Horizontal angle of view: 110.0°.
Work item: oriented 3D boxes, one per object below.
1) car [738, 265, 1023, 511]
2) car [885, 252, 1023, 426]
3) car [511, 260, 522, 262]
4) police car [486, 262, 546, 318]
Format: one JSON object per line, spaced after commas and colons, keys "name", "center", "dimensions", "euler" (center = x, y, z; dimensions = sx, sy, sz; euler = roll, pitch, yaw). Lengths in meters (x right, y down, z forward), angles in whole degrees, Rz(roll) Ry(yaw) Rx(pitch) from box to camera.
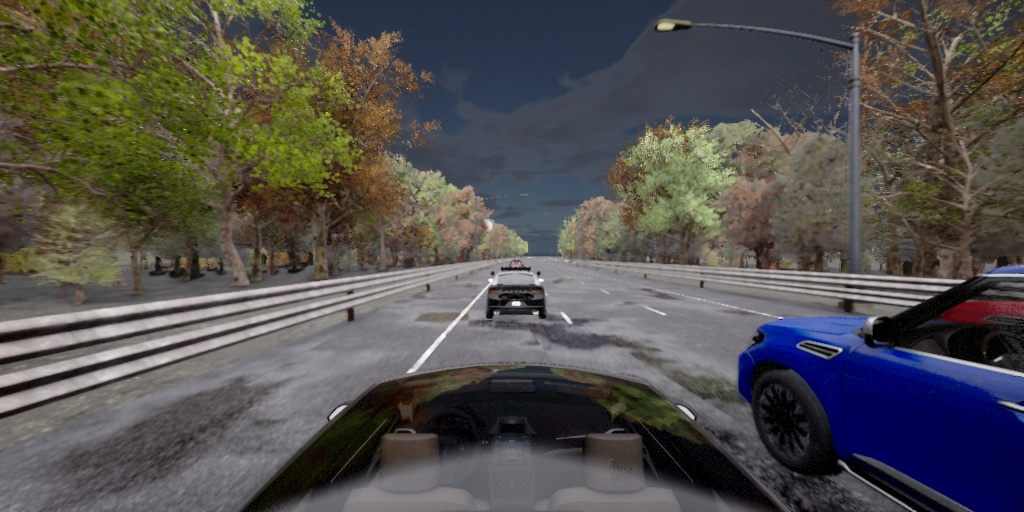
{"name": "car", "center": [3.603, 0.974, 1.633], "dimensions": [2.150, 2.045, 5.566], "euler": [0, 0, 0]}
{"name": "car", "center": [7.105, 0.978, 3.013], "dimensions": [2.150, 2.045, 5.566], "euler": [0, 0, 0]}
{"name": "car", "center": [0.559, 1.280, 44.643], "dimensions": [2.033, 1.649, 4.856], "euler": [0, 0, 1]}
{"name": "police car", "center": [0.140, 1.202, 13.171], "dimensions": [1.930, 1.638, 5.238], "euler": [0, 0, 0]}
